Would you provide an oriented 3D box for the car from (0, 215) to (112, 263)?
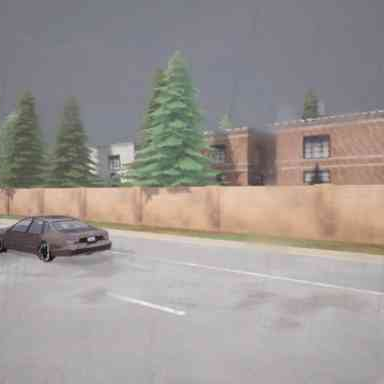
[{"bbox_3d":[-5.259,1.547,12.039,5.357,1.411,2.033,0,0,35],"label":"car"}]
